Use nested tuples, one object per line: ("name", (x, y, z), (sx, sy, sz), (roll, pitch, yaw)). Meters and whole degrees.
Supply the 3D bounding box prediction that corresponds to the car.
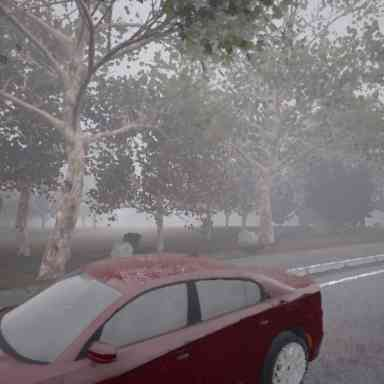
("car", (-0.645, 1.482, 3.541), (5.008, 1.535, 1.882), (0, 0, -36))
